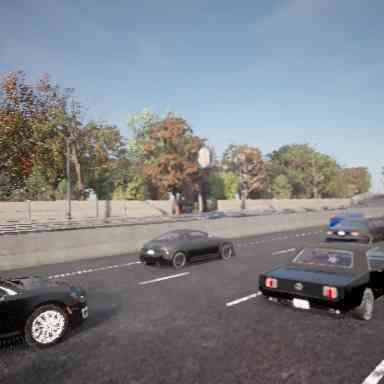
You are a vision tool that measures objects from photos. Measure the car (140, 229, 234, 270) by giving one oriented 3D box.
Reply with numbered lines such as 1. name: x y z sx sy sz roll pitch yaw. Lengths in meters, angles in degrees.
1. car: -0.112 2.255 13.966 4.181 1.385 1.994 1 -4 -44

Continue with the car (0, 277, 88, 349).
1. car: -4.113 1.928 5.232 4.892 1.490 1.837 1 -4 -44

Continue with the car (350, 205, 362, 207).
1. car: 36.323 3.553 73.731 4.553 1.767 2.097 1 -4 -44

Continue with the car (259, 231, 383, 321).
1. car: 3.670 1.861 7.900 4.718 1.301 1.895 1 -4 -44

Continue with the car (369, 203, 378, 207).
1. car: 39.994 3.154 72.440 5.008 1.535 1.882 1 -4 -44

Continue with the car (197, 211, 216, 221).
1. car: 2.819 3.479 46.265 4.553 1.767 2.097 0 -4 -44

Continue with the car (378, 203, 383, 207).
1. car: 41.138 3.002 68.679 5.566 2.045 2.150 1 -4 -44

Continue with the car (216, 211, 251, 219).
1. car: 5.937 3.416 44.413 4.902 1.511 2.128 1 -4 -44

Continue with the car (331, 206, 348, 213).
1. car: 33.856 4.003 76.186 4.718 1.301 1.895 1 -4 -44

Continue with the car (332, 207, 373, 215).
1. car: 12.718 2.286 26.399 5.008 1.535 1.882 1 -4 -44

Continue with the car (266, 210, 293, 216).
1. car: 11.168 3.070 39.744 4.181 1.385 1.994 1 -4 -44

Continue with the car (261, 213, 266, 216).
1. car: 10.858 3.228 44.305 4.902 1.511 2.128 1 -4 -44

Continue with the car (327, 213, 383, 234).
1. car: 9.121 2.090 18.051 5.357 1.411 2.033 1 -4 -44
